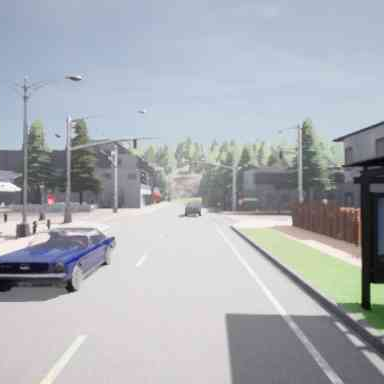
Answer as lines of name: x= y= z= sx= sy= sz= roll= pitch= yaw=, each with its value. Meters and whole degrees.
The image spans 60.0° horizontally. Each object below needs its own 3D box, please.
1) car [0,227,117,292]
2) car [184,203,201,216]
car: x=-3.563 y=1.702 z=9.337 sx=1.895 sy=1.301 sz=4.718 roll=0 pitch=-1 yaw=0
car: x=0.102 y=1.949 z=38.006 sx=2.033 sy=1.411 sz=5.357 roll=0 pitch=-1 yaw=0
